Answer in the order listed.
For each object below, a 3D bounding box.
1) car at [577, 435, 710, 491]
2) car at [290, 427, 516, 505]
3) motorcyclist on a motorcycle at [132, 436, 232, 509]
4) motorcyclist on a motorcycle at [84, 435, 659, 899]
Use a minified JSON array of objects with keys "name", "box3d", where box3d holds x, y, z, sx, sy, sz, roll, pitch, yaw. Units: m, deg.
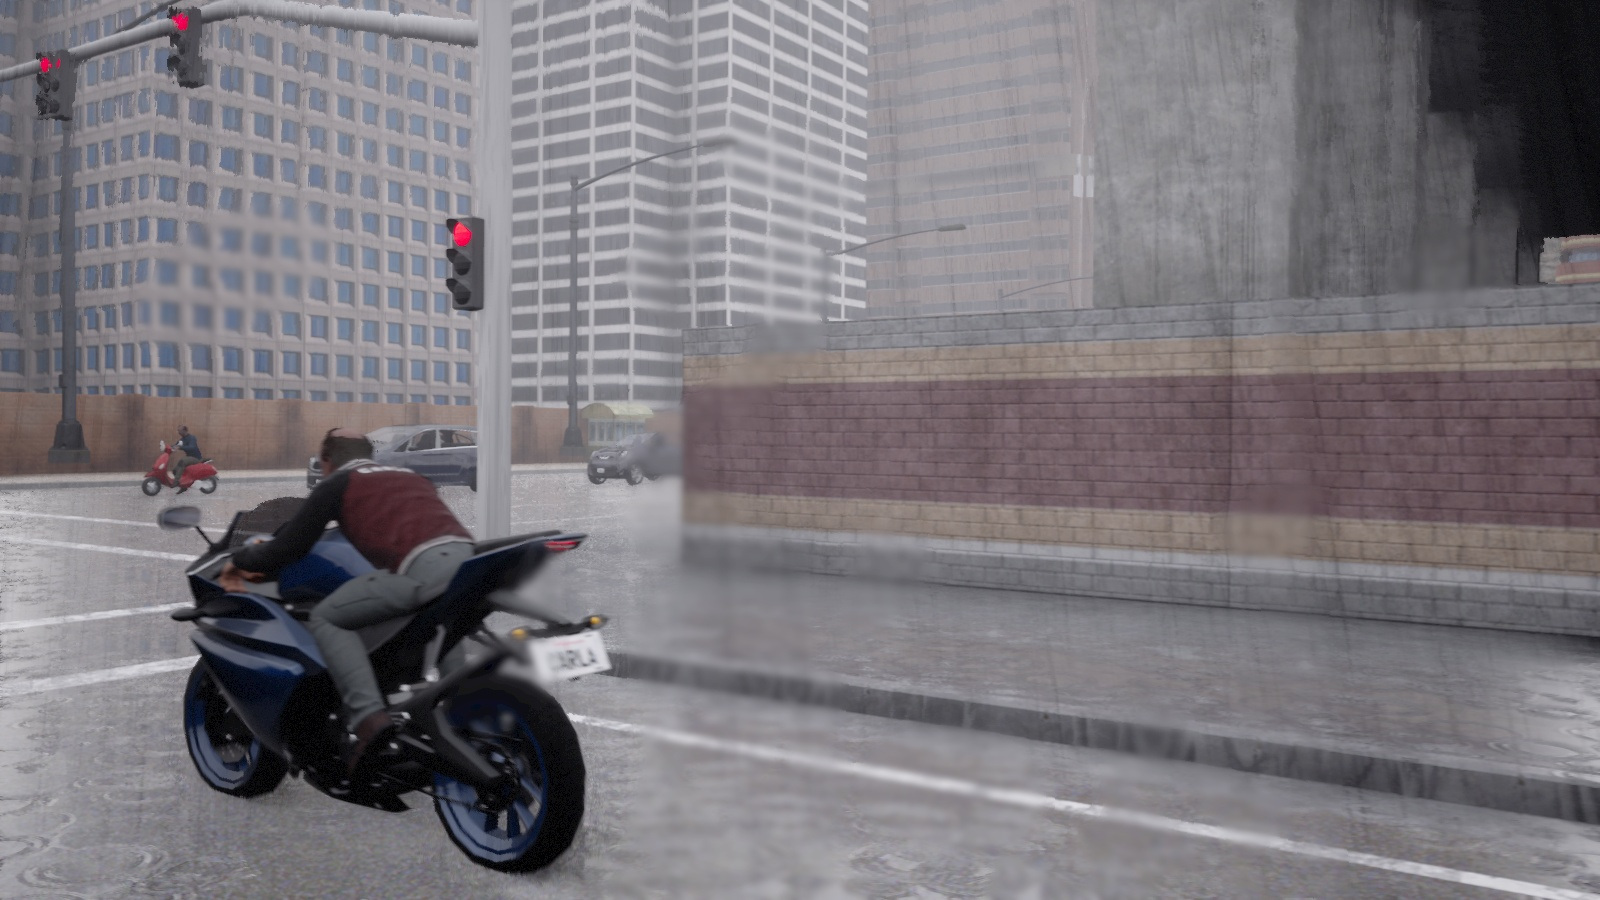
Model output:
[{"name":"car","box3d":[-4.456,0.343,36.144,1.845,1.501,3.633,0,1,34]},{"name":"car","box3d":[-9.127,0.310,29.251,2.242,1.667,4.611,0,1,34]},{"name":"motorcyclist on a motorcycle","box3d":[-13.939,0.482,28.371,0.866,1.590,1.817,0,1,34]},{"name":"motorcyclist on a motorcycle","box3d":[-1.670,0.725,4.733,2.191,1.530,0.866,0,1,34]}]
